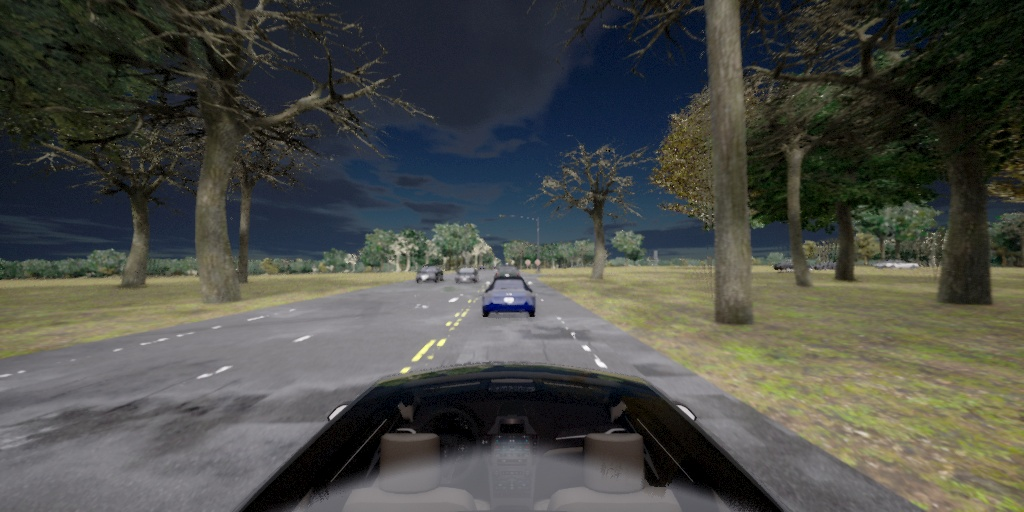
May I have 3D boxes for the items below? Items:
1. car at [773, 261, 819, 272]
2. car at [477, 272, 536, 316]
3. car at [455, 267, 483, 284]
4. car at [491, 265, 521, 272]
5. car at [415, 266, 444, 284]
[{"bbox_3d":[39.397,1.476,50.247,4.892,1.490,1.837,-1,-3,-1],"label":"car"},{"bbox_3d":[-0.116,1.498,14.303,1.994,1.385,4.181,0,-1,0],"label":"car"},{"bbox_3d":[-3.977,1.730,32.317,1.812,1.442,4.674,0,-1,0],"label":"car"},{"bbox_3d":[-0.336,1.505,29.233,2.097,1.767,4.553,0,-1,0],"label":"car"},{"bbox_3d":[-7.480,1.712,32.983,2.128,1.511,4.902,0,-1,0],"label":"car"}]
